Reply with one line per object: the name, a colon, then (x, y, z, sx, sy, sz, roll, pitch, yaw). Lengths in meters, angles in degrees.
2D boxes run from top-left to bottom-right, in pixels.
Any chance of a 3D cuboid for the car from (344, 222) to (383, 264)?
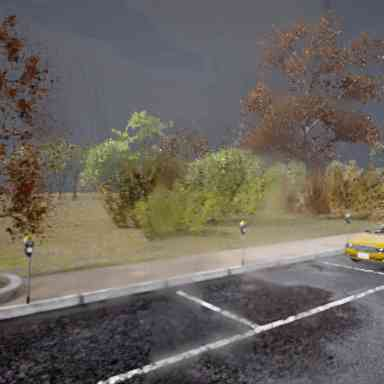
car: (6.927, 1.530, 11.027, 4.829, 1.417, 1.752, 0, 1, -35)
